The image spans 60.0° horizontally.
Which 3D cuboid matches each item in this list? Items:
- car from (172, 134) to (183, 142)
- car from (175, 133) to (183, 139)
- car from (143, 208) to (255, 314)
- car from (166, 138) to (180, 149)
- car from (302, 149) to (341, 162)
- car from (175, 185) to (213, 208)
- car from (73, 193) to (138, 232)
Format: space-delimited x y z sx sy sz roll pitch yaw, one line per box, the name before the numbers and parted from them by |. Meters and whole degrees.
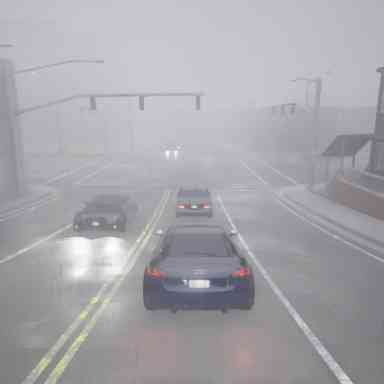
car | -3.450 -10.491 68.417 2.128 1.511 4.902 0 12 0
car | -3.436 -14.794 88.007 1.812 1.442 4.674 0 12 0
car | 0.108 1.346 7.395 1.994 1.385 4.181 0 3 0
car | -3.530 -8.296 58.771 1.895 1.301 4.718 0 12 -2
car | 16.148 -4.552 41.360 4.674 1.442 1.812 0 12 0
car | 0.106 0.361 17.281 2.033 1.411 5.357 0 8 0
car | -3.571 0.763 14.282 1.994 1.385 4.181 0 6 0
